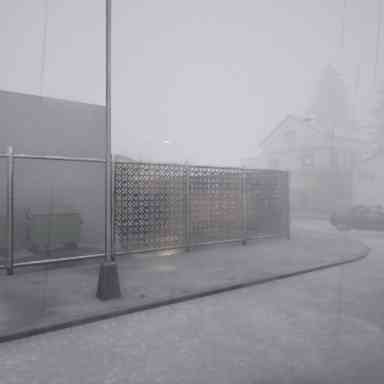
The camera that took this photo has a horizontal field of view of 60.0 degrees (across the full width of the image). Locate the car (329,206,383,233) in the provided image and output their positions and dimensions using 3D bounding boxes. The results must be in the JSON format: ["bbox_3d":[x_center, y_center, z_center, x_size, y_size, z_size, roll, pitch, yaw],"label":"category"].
[{"bbox_3d":[9.888,1.492,17.797,2.128,1.511,4.902,0,0,-40],"label":"car"}]
